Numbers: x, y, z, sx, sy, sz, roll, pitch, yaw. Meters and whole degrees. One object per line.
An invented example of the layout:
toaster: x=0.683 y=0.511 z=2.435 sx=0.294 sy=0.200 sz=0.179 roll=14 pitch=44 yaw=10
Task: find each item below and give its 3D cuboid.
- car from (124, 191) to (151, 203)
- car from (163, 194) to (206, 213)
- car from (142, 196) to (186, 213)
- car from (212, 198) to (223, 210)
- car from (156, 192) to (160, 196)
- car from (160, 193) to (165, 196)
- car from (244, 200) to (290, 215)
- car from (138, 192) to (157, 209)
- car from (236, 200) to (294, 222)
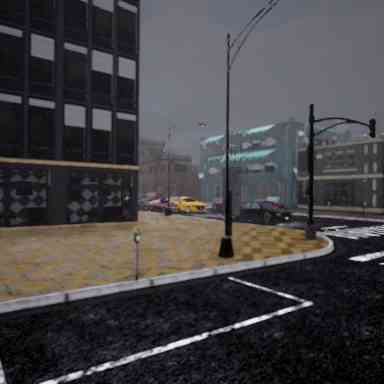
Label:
car: x=-9.089 y=0.871 z=55.134 sx=2.192 sy=1.841 sz=5.009 roll=2 pitch=0 yaw=-36
car: x=-0.581 y=1.257 z=33.719 sx=1.882 sy=1.535 sz=5.008 roll=1 pitch=0 yaw=-36
car: x=-2.742 y=1.331 z=32.284 sx=1.802 sy=1.307 sz=4.206 roll=2 pitch=0 yaw=-36
car: x=4.020 y=1.282 z=37.239 sx=1.967 sy=1.590 sz=4.097 roll=2 pitch=0 yaw=-36
car: x=-6.399 y=1.007 z=41.667 sx=2.097 sy=1.767 sz=4.553 roll=1 pitch=0 yaw=-36
car: x=-2.538 y=1.252 z=46.185 sx=2.008 sy=1.369 sz=4.403 roll=2 pitch=0 yaw=-36
car: x=7.296 y=1.493 z=32.763 sx=1.802 sy=1.307 sz=4.206 roll=2 pitch=0 yaw=-36
car: x=-6.016 y=1.119 z=36.758 sx=1.967 sy=1.590 sz=4.097 roll=2 pitch=0 yaw=-36
car: x=5.197 y=1.448 z=25.818 sx=2.033 sy=1.411 sz=5.357 roll=1 pitch=0 yaw=-36
